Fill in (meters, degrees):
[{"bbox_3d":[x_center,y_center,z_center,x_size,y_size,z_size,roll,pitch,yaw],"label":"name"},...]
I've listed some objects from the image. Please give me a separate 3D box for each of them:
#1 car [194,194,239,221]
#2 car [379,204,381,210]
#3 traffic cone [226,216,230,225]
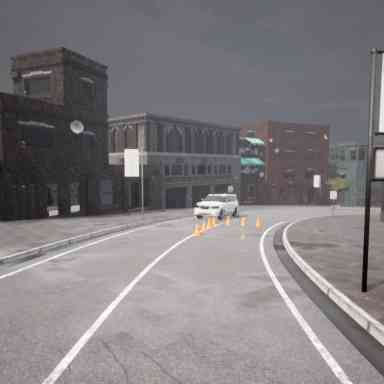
[{"bbox_3d":[2.188,1.166,27.736,2.150,2.045,5.566,2,1,27],"label":"car"},{"bbox_3d":[32.963,2.251,54.407,4.553,1.767,2.097,3,4,-17],"label":"car"},{"bbox_3d":[2.483,1.955,22.684,0.340,0.580,0.340,2,0,12],"label":"traffic cone"}]
